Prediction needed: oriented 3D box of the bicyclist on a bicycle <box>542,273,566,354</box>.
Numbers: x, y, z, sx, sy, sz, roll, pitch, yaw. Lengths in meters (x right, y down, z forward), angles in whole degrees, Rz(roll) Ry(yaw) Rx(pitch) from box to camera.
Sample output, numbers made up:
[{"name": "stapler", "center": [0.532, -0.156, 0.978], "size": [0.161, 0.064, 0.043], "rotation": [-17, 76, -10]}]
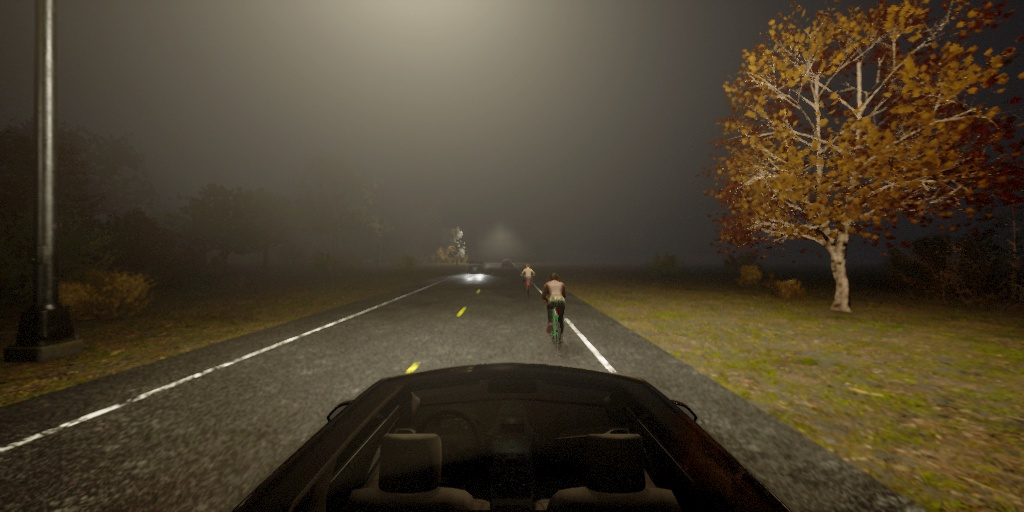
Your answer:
[{"name": "bicyclist on a bicycle", "center": [0.934, 1.202, 7.840], "size": [0.582, 1.620, 1.656], "rotation": [0, 0, 0]}]

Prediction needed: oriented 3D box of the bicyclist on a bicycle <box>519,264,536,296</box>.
[{"name": "bicyclist on a bicycle", "center": [0.806, 1.185, 18.264], "size": [0.866, 1.612, 1.509], "rotation": [0, 0, -1]}]

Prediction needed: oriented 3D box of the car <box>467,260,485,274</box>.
[{"name": "car", "center": [-4.143, 1.235, 42.027], "size": [2.128, 1.511, 4.902], "rotation": [0, 0, -1]}]

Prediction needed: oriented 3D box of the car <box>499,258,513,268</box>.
[{"name": "car", "center": [-0.814, 1.262, 61.295], "size": [1.812, 1.442, 4.674], "rotation": [0, 0, -1]}]
